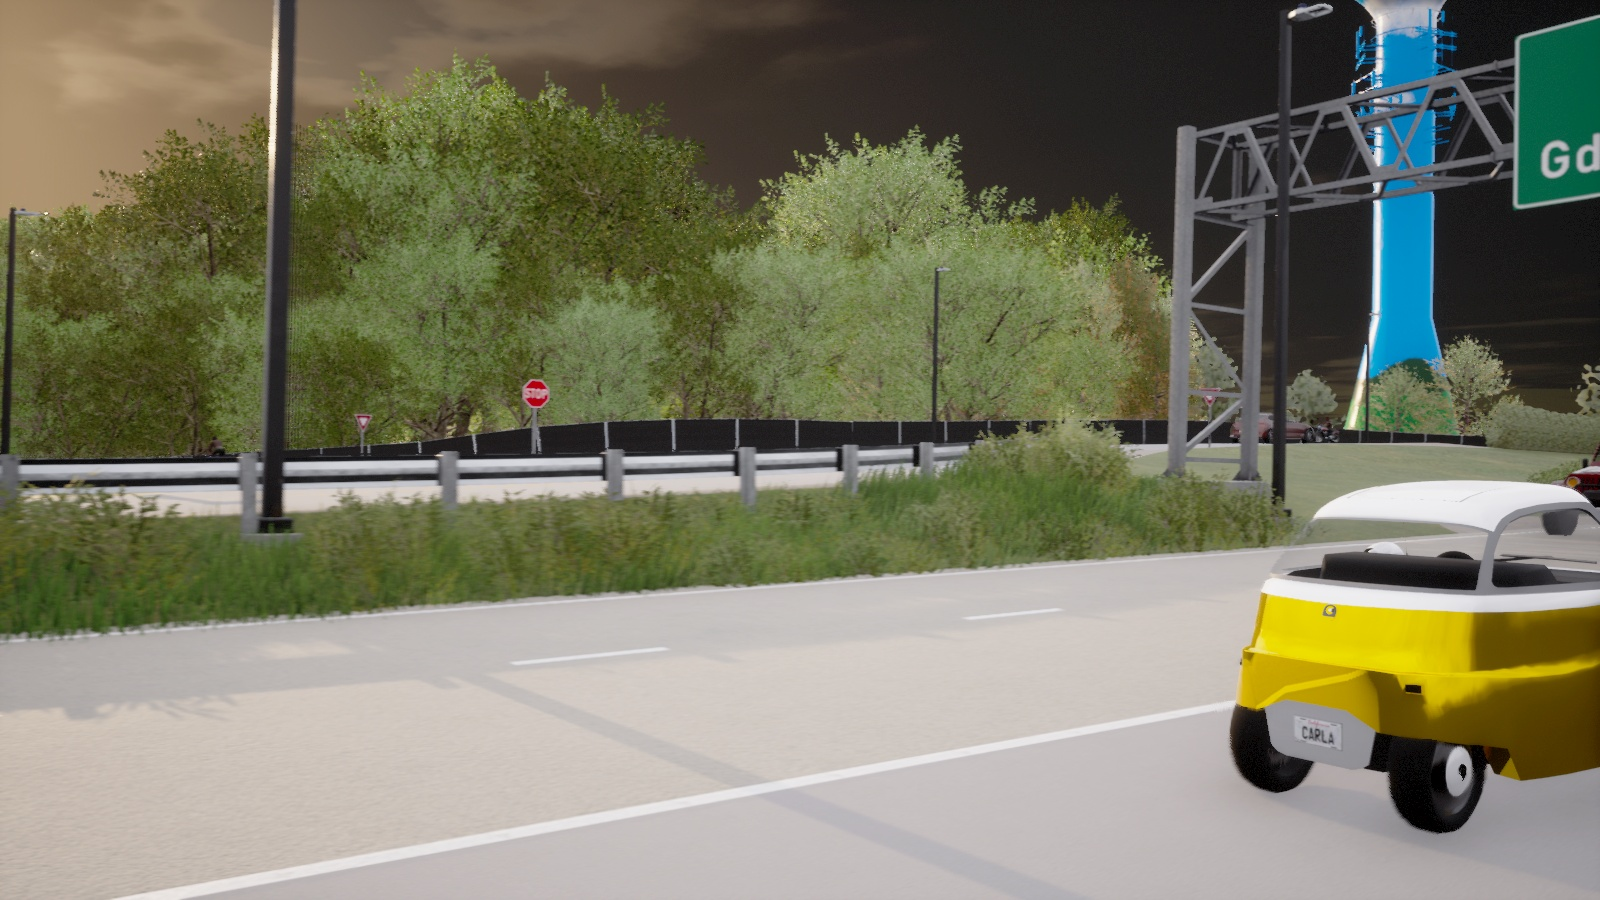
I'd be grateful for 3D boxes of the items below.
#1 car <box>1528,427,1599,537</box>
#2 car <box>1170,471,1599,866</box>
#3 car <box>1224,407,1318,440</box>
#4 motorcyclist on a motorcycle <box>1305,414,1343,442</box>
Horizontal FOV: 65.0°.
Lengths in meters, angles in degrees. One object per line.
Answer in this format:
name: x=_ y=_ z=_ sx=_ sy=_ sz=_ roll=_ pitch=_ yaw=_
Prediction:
car: x=15.124 y=0.549 z=22.712 sx=3.866 sy=1.878 sz=1.905 roll=0 pitch=0 yaw=-35
car: x=3.027 y=0.808 z=5.765 sx=2.207 sy=1.376 sz=1.481 roll=0 pitch=0 yaw=-35
car: x=24.621 y=-1.365 z=65.515 sx=5.027 sy=1.651 sz=2.152 roll=-1 pitch=0 yaw=-36
motorcyclist on a motorcycle: x=30.761 y=-1.298 z=73.707 sx=2.350 sy=1.649 sz=0.766 roll=-1 pitch=0 yaw=-32
